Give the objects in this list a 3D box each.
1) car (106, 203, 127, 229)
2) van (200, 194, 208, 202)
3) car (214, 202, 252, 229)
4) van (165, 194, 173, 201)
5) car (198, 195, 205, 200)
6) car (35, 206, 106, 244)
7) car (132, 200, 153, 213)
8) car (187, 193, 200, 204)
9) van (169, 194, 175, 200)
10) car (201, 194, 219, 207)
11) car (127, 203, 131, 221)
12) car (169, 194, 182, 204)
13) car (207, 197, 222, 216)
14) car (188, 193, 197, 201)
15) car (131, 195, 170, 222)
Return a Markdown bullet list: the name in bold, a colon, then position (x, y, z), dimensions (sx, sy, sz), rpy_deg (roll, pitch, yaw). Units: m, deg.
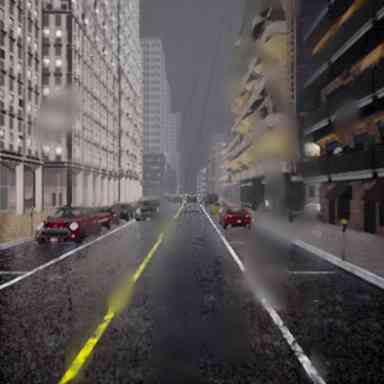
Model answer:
- **car**: position (-5.682, 1.589, 21.333), dimensions (1.802, 1.307, 4.206), rpy_deg (0, 0, 0)
- **van**: position (2.717, 1.398, 77.817), dimensions (1.690, 1.788, 3.998), rpy_deg (0, 0, 0)
- **car**: position (2.697, 1.552, 21.331), dimensions (1.887, 1.381, 4.507), rpy_deg (0, 0, 0)
- **van**: position (-5.663, 1.405, 83.469), dimensions (1.690, 1.788, 3.998), rpy_deg (0, 0, 0)
- **car**: position (2.722, 1.631, 94.762), dimensions (2.008, 1.369, 4.403), rpy_deg (0, 0, 0)
- **car**: position (-5.685, 1.445, 15.686), dimensions (1.967, 1.590, 4.097), rpy_deg (0, 0, 0)
- **car**: position (-5.677, 1.597, 38.280), dimensions (1.802, 1.307, 4.206), rpy_deg (0, 0, 0)
- **car**: position (0.023, 1.433, 63.977), dimensions (2.033, 1.411, 5.357), rpy_deg (0, 0, 0)
- **van**: position (-5.658, 1.421, 94.766), dimensions (1.690, 1.788, 3.998), rpy_deg (0, 0, 0)
- **car**: position (3.017, 1.252, 51.169), dimensions (2.150, 2.045, 5.566), rpy_deg (0, 0, 0)
- **car**: position (-5.681, 1.575, 26.983), dimensions (1.947, 1.339, 4.313), rpy_deg (0, 0, 0)
- **car**: position (-2.990, 1.514, 66.163), dimensions (1.882, 1.535, 5.008), rpy_deg (0, 0, 0)
- **car**: position (2.701, 1.538, 32.798), dimensions (1.752, 1.417, 4.829), rpy_deg (0, 0, 0)
- **car**: position (0.029, 1.150, 82.409), dimensions (2.150, 2.045, 5.566), rpy_deg (0, 0, 0)
- **car**: position (-3.091, 1.361, 25.975), dimensions (2.097, 1.767, 4.553), rpy_deg (0, 0, 0)
